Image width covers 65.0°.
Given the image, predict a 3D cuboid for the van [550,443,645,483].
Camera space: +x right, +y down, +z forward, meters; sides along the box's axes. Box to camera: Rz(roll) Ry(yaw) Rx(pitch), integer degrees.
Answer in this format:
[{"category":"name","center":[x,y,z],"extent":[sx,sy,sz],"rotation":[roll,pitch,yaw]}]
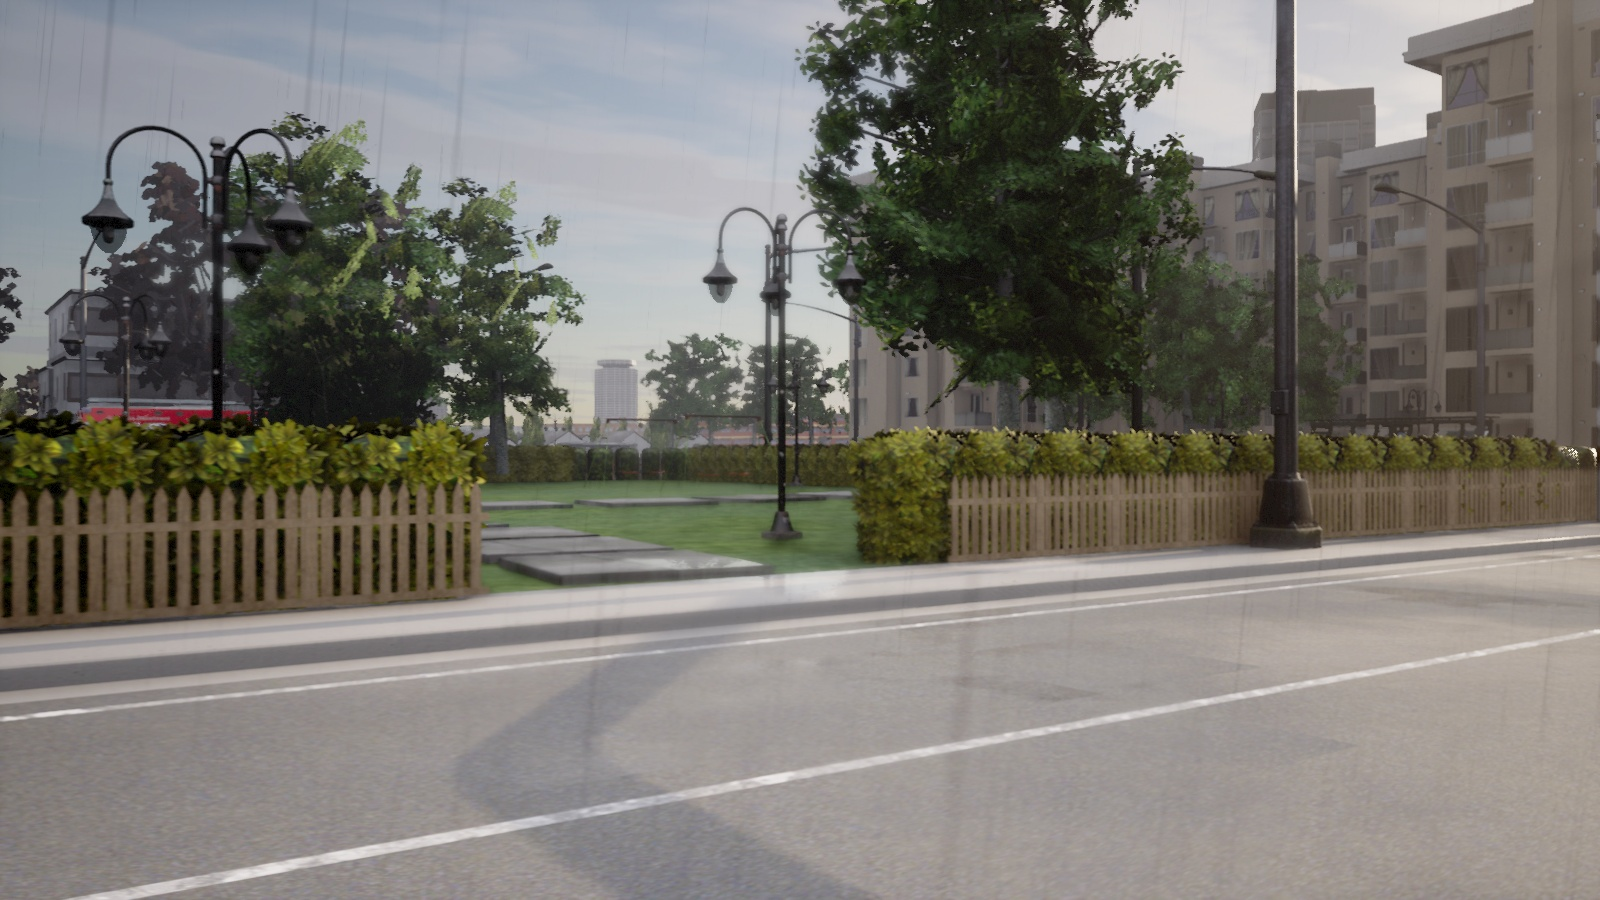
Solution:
[{"category":"van","center":[-10.368,0.633,64.442],"extent":[4.442,1.987,1.775],"rotation":[0,0,-34]}]

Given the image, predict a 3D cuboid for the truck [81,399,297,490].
[{"category":"truck","center":[-27.570,-0.238,56.864],"extent":[8.468,3.827,2.891],"rotation":[0,0,-34]}]
